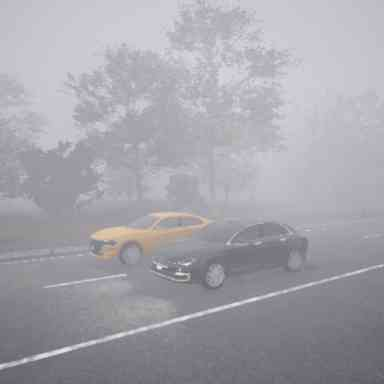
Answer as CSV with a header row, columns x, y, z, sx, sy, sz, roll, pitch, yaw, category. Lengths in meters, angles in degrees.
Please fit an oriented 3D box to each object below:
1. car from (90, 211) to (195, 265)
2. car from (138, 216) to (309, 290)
x,y,z,sx,sy,sz,roll,pitch,yaw,category
-1.062,1.474,11.833,5.008,1.535,1.882,0,0,-35,car
1.214,1.502,9.156,4.892,1.490,1.837,0,0,-35,car
